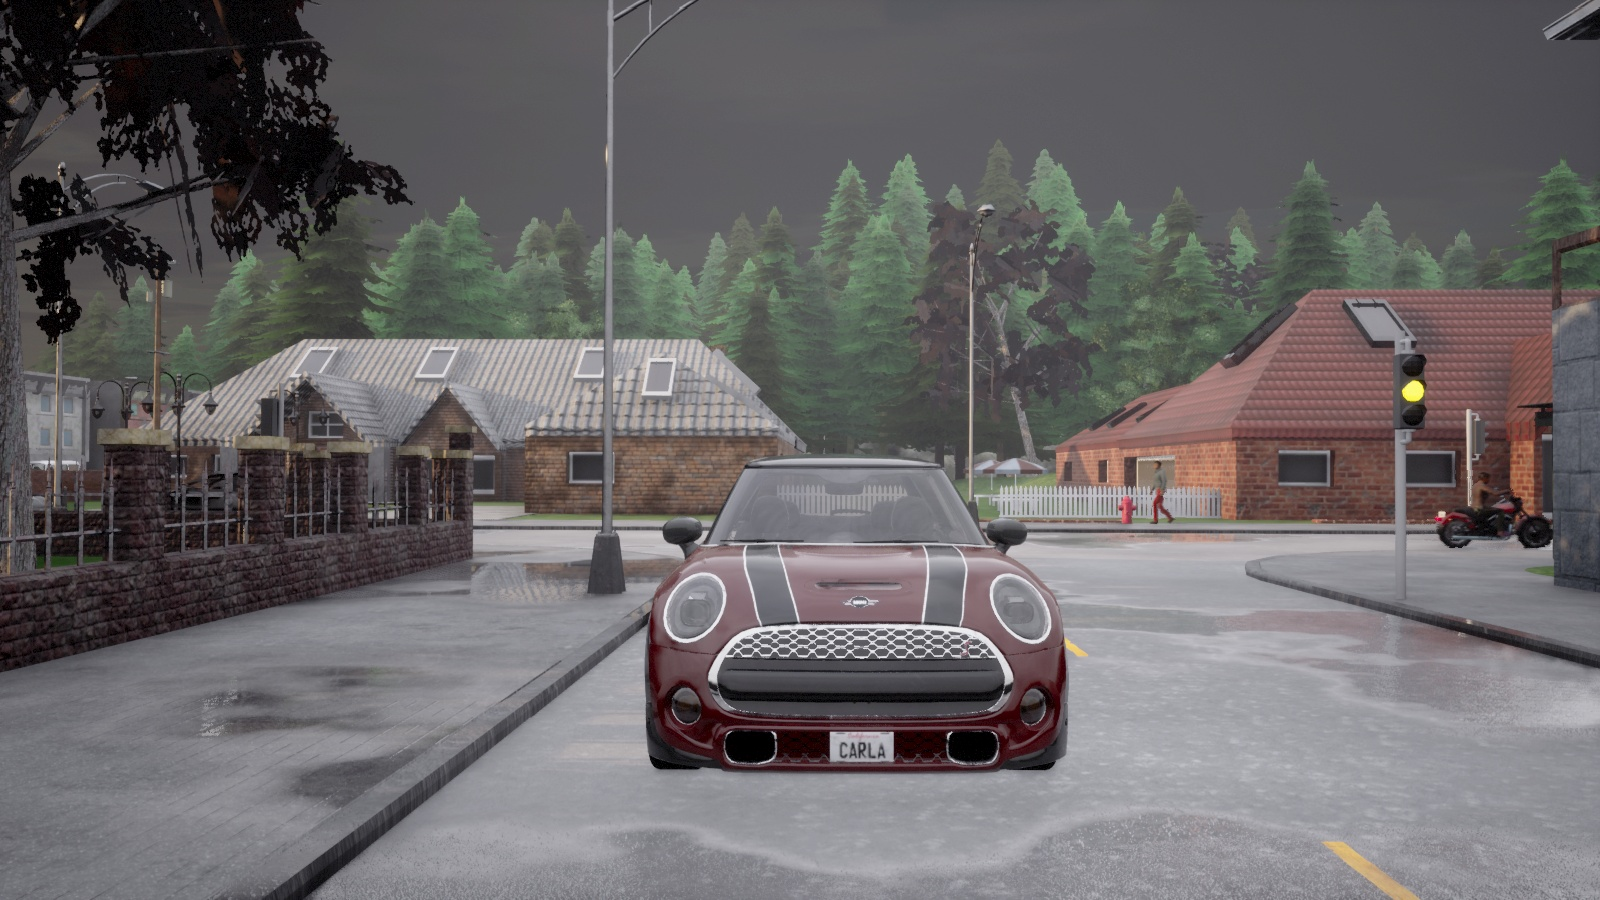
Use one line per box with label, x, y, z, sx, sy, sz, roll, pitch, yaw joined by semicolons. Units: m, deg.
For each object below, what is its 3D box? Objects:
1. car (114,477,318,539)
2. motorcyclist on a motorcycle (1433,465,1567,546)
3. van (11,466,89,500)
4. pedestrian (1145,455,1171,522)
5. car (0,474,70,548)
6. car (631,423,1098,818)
car;-14.346;1.405;30.983;4.193;1.474;1.816;0;-1;2
motorcyclist on a motorcycle;14.547;1.145;26.138;2.350;1.649;0.766;0;-1;1
van;-46.843;2.041;78.569;2.069;2.038;4.480;0;-1;2
pedestrian;9.994;1.072;35.099;0.614;1.847;0.353;0;-1;-1
car;-18.574;1.289;27.041;4.514;1.525;2.007;0;-1;0
car;0.271;0.805;7.943;2.097;1.767;4.553;0;-1;0
